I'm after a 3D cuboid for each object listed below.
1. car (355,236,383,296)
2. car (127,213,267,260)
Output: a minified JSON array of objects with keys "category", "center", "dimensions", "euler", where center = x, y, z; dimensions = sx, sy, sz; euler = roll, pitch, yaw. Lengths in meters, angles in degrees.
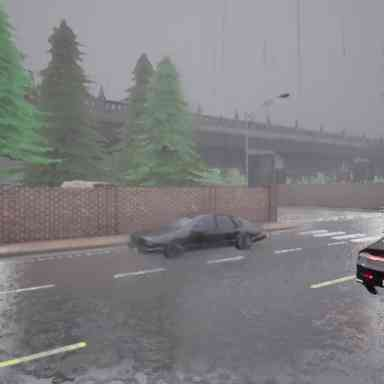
[{"category":"car","center":[5.558,1.442,7.246],"dimensions":[4.902,1.511,2.128],"euler":[0,0,-34]},{"category":"car","center":[0.377,1.504,12.454],"dimensions":[5.357,1.411,2.033],"euler":[0,0,-32]}]
